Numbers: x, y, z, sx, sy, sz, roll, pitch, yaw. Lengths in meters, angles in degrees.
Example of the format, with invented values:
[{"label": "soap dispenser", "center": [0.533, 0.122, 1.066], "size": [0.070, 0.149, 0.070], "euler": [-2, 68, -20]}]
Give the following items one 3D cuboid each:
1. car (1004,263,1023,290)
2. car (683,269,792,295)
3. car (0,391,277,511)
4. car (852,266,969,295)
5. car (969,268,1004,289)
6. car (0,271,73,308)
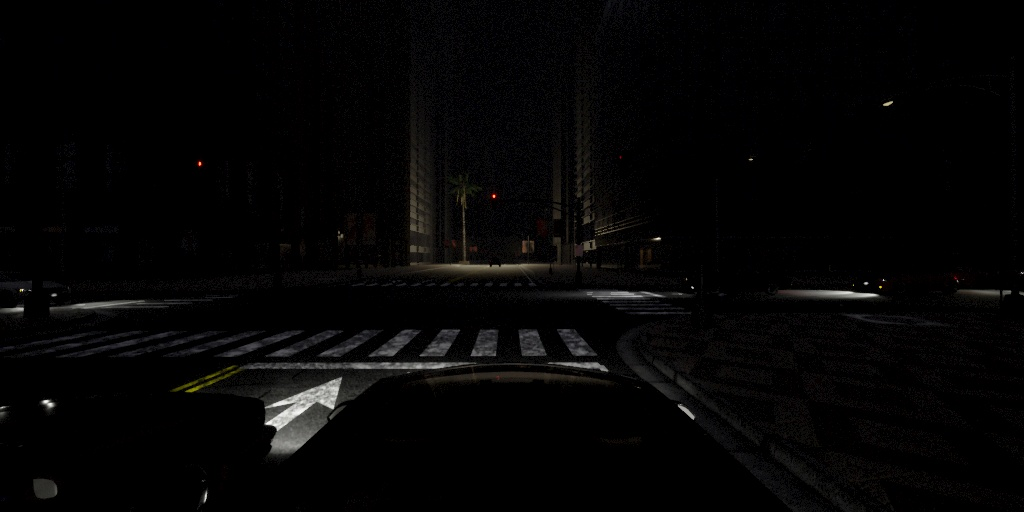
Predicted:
[{"label": "car", "center": [29.967, 1.012, 19.059], "size": [4.553, 1.767, 2.097], "euler": [0, 0, -1]}, {"label": "car", "center": [11.613, 1.320, 18.739], "size": [4.718, 1.301, 1.895], "euler": [0, 0, -1]}, {"label": "car", "center": [-3.175, 1.297, 0.738], "size": [2.033, 1.411, 5.357], "euler": [0, 0, 4]}, {"label": "car", "center": [20.621, 1.252, 18.893], "size": [4.181, 1.385, 1.994], "euler": [0, 0, -1]}, {"label": "car", "center": [26.420, 1.274, 21.753], "size": [4.207, 1.307, 1.802], "euler": [0, 0, -1]}, {"label": "car", "center": [-21.383, 1.354, 14.955], "size": [4.674, 1.442, 1.812], "euler": [0, 0, 1]}]
